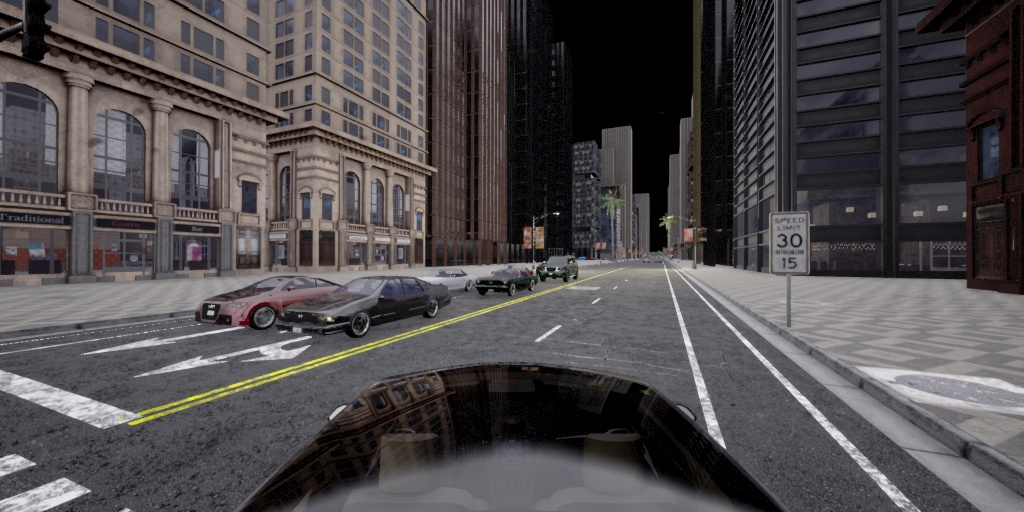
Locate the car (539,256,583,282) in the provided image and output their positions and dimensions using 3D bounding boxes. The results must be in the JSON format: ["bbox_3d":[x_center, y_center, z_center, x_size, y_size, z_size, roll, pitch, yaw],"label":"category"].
[{"bbox_3d":[3.951,0.987,29.347,2.150,2.045,5.566,0,0,22],"label":"car"}]

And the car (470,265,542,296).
[{"bbox_3d":[-0.177,1.358,19.479,1.895,1.301,4.718,0,0,23],"label":"car"}]

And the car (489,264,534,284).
[{"bbox_3d":[0.081,1.364,28.523,1.895,1.301,4.718,0,0,23],"label":"car"}]

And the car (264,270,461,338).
[{"bbox_3d":[-3.874,1.299,10.631,2.033,1.411,5.357,0,0,23],"label":"car"}]

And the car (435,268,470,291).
[{"bbox_3d":[-3.762,1.357,19.332,1.895,1.301,4.718,0,0,23],"label":"car"}]

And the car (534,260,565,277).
[{"bbox_3d":[4.051,1.251,37.925,1.882,1.535,5.008,0,0,23],"label":"car"}]

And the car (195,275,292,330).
[{"bbox_3d":[-7.135,1.316,11.247,1.994,1.385,4.181,0,0,23],"label":"car"}]
